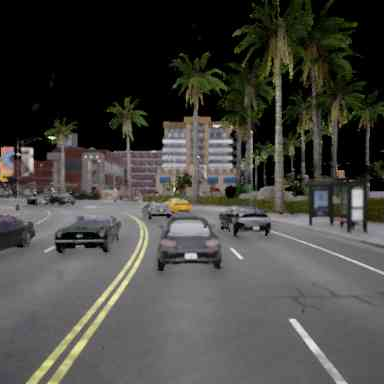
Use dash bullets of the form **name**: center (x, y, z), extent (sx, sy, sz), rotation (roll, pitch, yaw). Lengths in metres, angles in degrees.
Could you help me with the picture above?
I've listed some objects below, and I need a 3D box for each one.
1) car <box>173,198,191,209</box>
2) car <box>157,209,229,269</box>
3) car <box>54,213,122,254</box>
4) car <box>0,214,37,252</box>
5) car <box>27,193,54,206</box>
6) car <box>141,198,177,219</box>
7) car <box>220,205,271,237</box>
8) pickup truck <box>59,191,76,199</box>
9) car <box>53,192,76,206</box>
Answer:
- **car**: center (-1.690, 1.375, 34.605), extent (1.882, 1.535, 5.008), rotation (0, 0, -20)
- **car**: center (-0.161, 1.493, 10.908), extent (1.812, 1.442, 4.674), rotation (0, 0, -3)
- **car**: center (-4.044, 1.560, 13.597), extent (1.895, 1.301, 4.718), rotation (0, 0, -5)
- **car**: center (-7.352, 1.512, 11.737), extent (2.033, 1.411, 5.357), rotation (0, 0, -3)
- **car**: center (-22.984, 1.343, 49.615), extent (2.128, 1.511, 4.902), rotation (0, 0, -45)
- **car**: center (-3.044, 1.465, 27.938), extent (2.033, 1.411, 5.357), rotation (0, 0, -16)
- **car**: center (2.658, 1.438, 17.767), extent (2.128, 1.511, 4.902), rotation (0, 0, -7)
- **pickup truck**: center (-33.353, 0.825, 89.418), extent (2.390, 2.098, 6.274), rotation (0, 0, -1)
- **car**: center (-20.185, 1.068, 51.839), extent (2.150, 2.045, 5.566), rotation (0, 0, -44)
